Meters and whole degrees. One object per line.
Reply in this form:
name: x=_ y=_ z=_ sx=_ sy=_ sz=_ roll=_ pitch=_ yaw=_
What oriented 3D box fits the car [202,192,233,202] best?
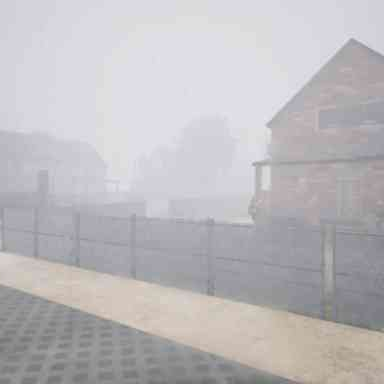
car: x=3.264 y=0.681 z=41.680 sx=2.033 sy=1.411 sz=5.357 roll=1 pitch=2 yaw=36

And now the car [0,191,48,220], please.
car: x=-11.803 y=0.962 z=20.638 sx=2.150 sy=2.045 sz=5.566 roll=1 pitch=2 yaw=36

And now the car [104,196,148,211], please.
car: x=-5.812 y=1.061 z=29.014 sx=1.994 sy=1.385 sz=4.181 roll=1 pitch=2 yaw=36
